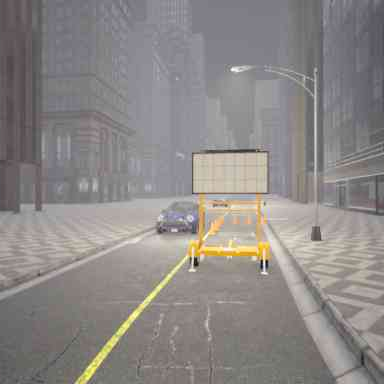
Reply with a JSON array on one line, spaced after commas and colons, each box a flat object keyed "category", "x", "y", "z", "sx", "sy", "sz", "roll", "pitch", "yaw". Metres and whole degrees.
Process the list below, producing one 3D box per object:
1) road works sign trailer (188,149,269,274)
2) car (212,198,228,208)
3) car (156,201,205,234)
[{"category": "road works sign trailer", "x": 1.215, "y": 0.459, "z": 10.625, "sx": 2.380, "sy": 3.560, "sz": 2.880, "roll": 0, "pitch": 0, "yaw": 9}, {"category": "car", "x": 3.916, "y": 1.487, "z": 45.573, "sx": 1.994, "sy": 1.385, "sz": 4.181, "roll": 0, "pitch": 0, "yaw": 9}, {"category": "car", "x": -0.550, "y": 1.342, "z": 19.002, "sx": 2.097, "sy": 1.767, "sz": 4.553, "roll": 0, "pitch": 0, "yaw": 9}]
